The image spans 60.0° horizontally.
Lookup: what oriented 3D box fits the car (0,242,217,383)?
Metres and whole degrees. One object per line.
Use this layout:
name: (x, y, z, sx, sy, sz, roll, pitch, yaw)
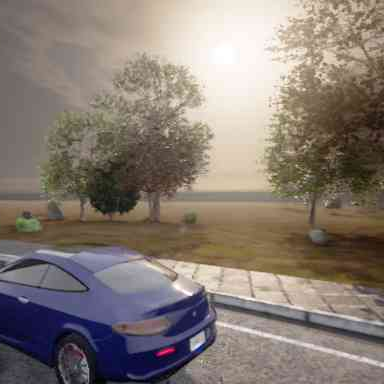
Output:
car: (-1.861, 1.519, 5.035, 4.674, 1.442, 1.812, 0, 0, 33)
